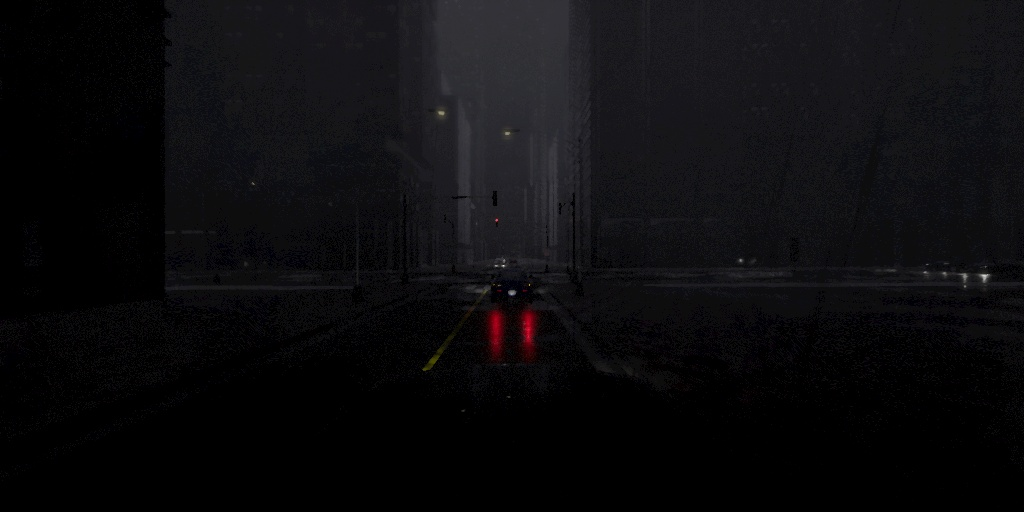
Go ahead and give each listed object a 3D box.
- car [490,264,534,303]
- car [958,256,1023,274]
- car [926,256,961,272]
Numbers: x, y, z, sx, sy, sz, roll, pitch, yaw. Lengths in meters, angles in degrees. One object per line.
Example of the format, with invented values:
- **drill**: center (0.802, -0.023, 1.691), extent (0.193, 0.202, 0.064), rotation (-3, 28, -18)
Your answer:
- **car**: center (0.000, 1.283, 16.500), extent (1.812, 1.442, 4.674), rotation (0, 0, 0)
- **car**: center (46.775, 0.996, 34.603), extent (4.674, 1.442, 1.812), rotation (0, 0, 0)
- **car**: center (46.823, 0.833, 37.853), extent (4.553, 1.767, 2.097), rotation (0, 0, 0)
